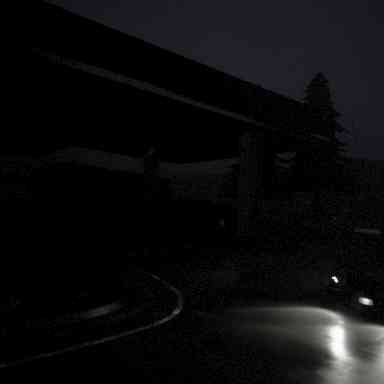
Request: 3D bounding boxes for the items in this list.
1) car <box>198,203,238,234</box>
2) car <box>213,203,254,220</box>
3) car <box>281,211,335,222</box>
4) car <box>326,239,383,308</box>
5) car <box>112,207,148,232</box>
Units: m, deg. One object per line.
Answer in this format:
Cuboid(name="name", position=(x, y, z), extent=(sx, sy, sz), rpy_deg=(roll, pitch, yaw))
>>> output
Cuboid(name="car", position=(2.151, 1.854, 23.493), extent=(1.905, 1.878, 3.866), rpy_deg=(2, -1, -37))
Cuboid(name="car", position=(4.672, 2.160, 38.428), extent=(2.097, 1.767, 4.553), rpy_deg=(2, -1, -37))
Cuboid(name="car", position=(10.610, 2.408, 30.415), extent=(1.895, 1.301, 4.718), rpy_deg=(2, -1, -37))
Cuboid(name="car", position=(5.505, 1.827, 8.215), extent=(5.357, 1.411, 2.033), rpy_deg=(2, -3, -38))
Cuboid(name="car", position=(-4.983, 1.883, 23.523), extent=(2.242, 1.667, 4.611), rpy_deg=(2, -1, -37))
